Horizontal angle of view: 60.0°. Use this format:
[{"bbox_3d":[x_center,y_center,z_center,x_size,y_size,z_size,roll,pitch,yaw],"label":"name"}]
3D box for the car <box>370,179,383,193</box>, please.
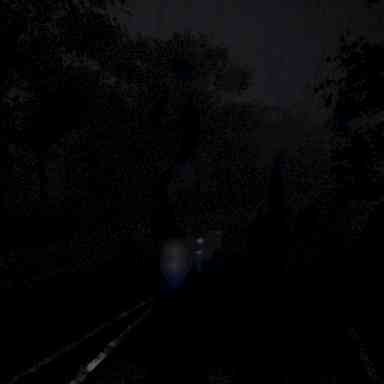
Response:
[{"bbox_3d":[22.672,-0.508,40.959,1.882,1.535,5.008,0,3,36],"label":"car"}]
